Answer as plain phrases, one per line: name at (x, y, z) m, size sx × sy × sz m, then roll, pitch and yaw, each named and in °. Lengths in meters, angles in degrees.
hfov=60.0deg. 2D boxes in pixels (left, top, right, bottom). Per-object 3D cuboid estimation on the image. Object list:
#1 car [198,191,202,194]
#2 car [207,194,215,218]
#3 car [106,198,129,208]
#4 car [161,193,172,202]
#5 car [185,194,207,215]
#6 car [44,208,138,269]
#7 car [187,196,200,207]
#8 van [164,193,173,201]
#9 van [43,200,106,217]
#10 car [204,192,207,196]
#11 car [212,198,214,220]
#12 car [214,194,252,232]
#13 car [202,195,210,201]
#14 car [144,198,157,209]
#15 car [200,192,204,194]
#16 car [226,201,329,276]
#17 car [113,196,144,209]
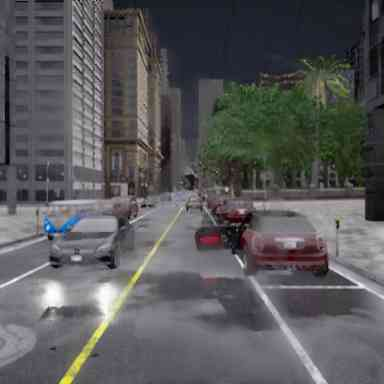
car at (3.159, 1.123, 80.890) m, size 1.967 × 1.590 × 4.097 m, roll 0°, pitch 0°, yaw 0°
car at (2.920, 1.212, 32.517) m, size 2.192 × 1.841 × 5.009 m, roll 0°, pitch 0°, yaw 0°
car at (-5.659, 1.372, 21.600) m, size 1.967 × 1.590 × 4.097 m, roll 0°, pitch 0°, yaw 0°
car at (-5.419, 1.052, 70.110) m, size 2.192 × 1.841 × 5.009 m, roll 0°, pitch 0°, yaw 0°
car at (0.256, 1.369, 37.908) m, size 2.128 × 1.511 × 4.902 m, roll 0°, pitch 0°, yaw 0°
car at (-3.048, 1.490, 11.131) m, size 1.812 × 1.442 × 4.674 m, roll 0°, pitch 0°, yaw 0°
car at (0.234, 1.364, 47.929) m, size 1.812 × 1.442 × 4.674 m, roll 0°, pitch 0°, yaw 0°
van at (-5.393, 1.051, 75.530) m, size 1.690 × 1.788 × 3.998 m, roll 0°, pitch 0°, yaw 0°
van at (-5.686, 1.290, 16.112) m, size 1.690 × 1.788 × 3.998 m, roll 0°, pitch 0°, yaw 0°
car at (2.975, 1.171, 43.491) m, size 2.192 × 1.841 × 5.009 m, roll 0°, pitch 0°, yaw 0°
car at (2.894, 1.439, 27.202) m, size 1.752 × 1.417 × 4.829 m, roll 0°, pitch 0°, yaw 0°
car at (2.866, 1.247, 21.544) m, size 2.192 × 1.841 × 5.009 m, roll 0°, pitch 0°, yaw 0°
car at (3.132, 1.292, 75.470) m, size 1.802 × 1.307 × 4.206 m, roll 0°, pitch 0°, yaw 0°
car at (-5.551, 1.422, 43.552) m, size 1.947 × 1.339 × 4.313 m, roll 0°, pitch 0°, yaw 0°
car at (3.105, 1.302, 70.050) m, size 1.947 × 1.339 × 4.313 m, roll 0°, pitch 0°, yaw 0°
car at (2.438, 1.319, 10.352) m, size 2.097 × 1.767 × 4.553 m, roll 0°, pitch 0°, yaw 0°
car at (-5.632, 1.229, 27.087) m, size 2.192 × 1.841 × 5.009 m, roll 0°, pitch 0°, yaw 0°
